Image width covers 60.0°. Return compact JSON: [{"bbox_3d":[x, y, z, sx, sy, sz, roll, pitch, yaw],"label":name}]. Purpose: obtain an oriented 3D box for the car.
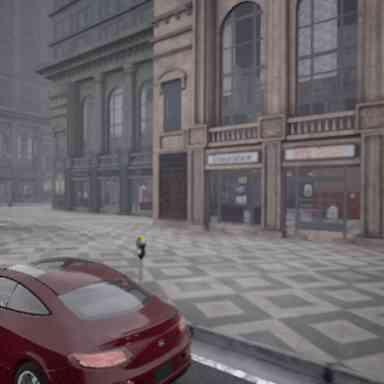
[{"bbox_3d":[-1.946,1.541,4.393,4.206,1.307,1.802,1,0,36],"label":"car"}]
